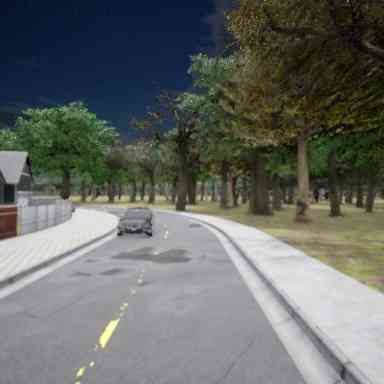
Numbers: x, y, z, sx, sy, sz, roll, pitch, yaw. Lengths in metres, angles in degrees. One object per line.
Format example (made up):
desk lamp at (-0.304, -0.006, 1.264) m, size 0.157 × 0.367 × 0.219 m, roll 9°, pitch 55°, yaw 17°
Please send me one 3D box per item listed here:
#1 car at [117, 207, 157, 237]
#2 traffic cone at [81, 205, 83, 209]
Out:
car at (-3.132, 1.681, 19.380) m, size 1.837 × 1.490 × 4.892 m, roll 0°, pitch -1°, yaw -4°
traffic cone at (-16.592, 2.289, 50.022) m, size 0.340 × 0.580 × 0.340 m, roll 0°, pitch 0°, yaw -42°
